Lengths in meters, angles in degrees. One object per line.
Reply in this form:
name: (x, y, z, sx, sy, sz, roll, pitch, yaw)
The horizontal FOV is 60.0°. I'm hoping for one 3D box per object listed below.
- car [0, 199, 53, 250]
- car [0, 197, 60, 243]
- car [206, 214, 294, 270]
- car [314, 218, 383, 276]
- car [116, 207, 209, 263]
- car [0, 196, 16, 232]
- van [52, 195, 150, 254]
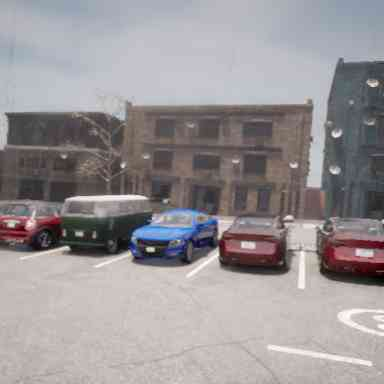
car: (-5.714, 1.187, 13.790, 2.185, 1.767, 4.553, 1, 0, 19)
car: (-8.348, 1.143, 14.751, 2.185, 1.767, 4.553, 1, 0, 19)
car: (2.265, 1.472, 11.144, 2.163, 1.488, 4.792, 1, 0, 19)
car: (4.919, 1.515, 10.242, 2.163, 1.488, 4.792, 1, 0, 19)
car: (-0.396, 1.399, 12.022, 2.097, 1.535, 5.008, 1, 0, 19)
car: (-11.002, 1.100, 15.652, 2.185, 1.767, 4.553, 1, 0, 19)
van: (-3.011, 1.130, 13.028, 1.878, 1.987, 4.442, 1, 0, 19)
